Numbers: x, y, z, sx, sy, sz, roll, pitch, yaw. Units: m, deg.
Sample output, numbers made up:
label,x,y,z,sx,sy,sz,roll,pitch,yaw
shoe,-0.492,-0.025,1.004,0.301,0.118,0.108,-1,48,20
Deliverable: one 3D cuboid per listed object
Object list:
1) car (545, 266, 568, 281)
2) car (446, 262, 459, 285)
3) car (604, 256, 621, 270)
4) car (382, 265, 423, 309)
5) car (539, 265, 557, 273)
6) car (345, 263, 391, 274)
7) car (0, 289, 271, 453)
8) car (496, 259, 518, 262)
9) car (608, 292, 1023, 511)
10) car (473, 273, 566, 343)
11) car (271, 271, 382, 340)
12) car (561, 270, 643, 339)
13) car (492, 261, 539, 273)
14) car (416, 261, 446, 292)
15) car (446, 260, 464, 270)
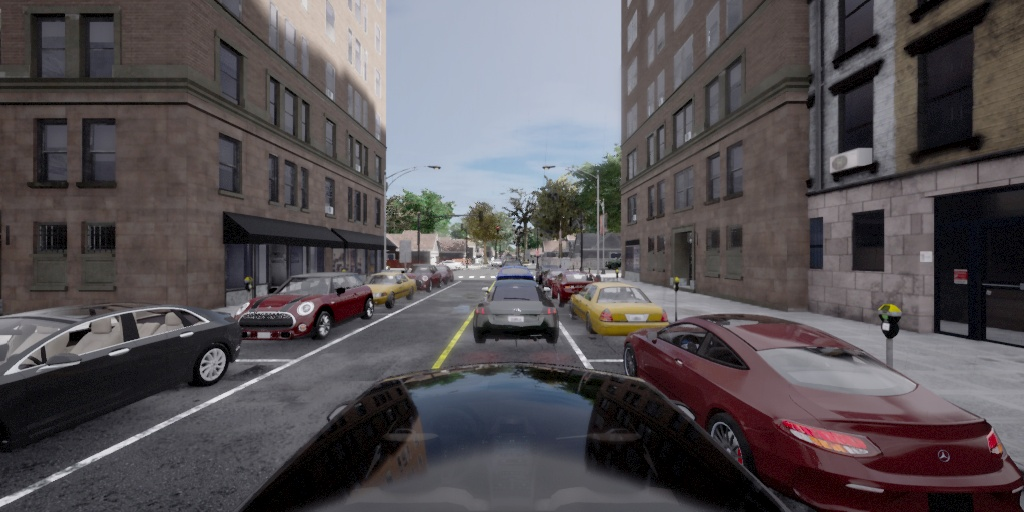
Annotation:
label,x,y,z,sx,sy,sz,roll,pitch,yaw
car,2.671,1.300,15.262,1.888,1.381,4.507,0,0,0
car,-5.325,1.343,26.319,1.802,1.307,4.207,0,0,0
car,15.607,0.895,49.239,5.566,2.045,2.150,0,0,0
car,-5.355,1.280,15.111,1.751,1.417,4.829,0,0,0
car,2.685,1.340,20.780,1.802,1.307,4.207,0,0,0
car,-17.091,1.467,42.640,4.718,1.301,1.895,0,0,-2
car,-5.384,1.301,4.243,2.007,1.370,4.403,0,0,0
car,0.069,1.114,27.878,2.097,1.767,4.553,0,0,0
car,2.641,1.332,4.225,1.802,1.307,4.207,0,0,0
car,0.110,1.316,9.660,1.994,1.385,4.181,0,0,1
car,-5.369,1.192,9.762,1.967,1.591,4.097,0,0,0
car,2.656,1.278,9.914,1.751,1.417,4.829,0,0,0
car,0.122,1.235,18.653,1.882,1.535,5.008,0,0,-1
car,-5.340,1.198,20.800,1.967,1.591,4.097,0,0,0
car,-9.013,1.343,49.633,4.674,1.442,1.812,0,1,-22
